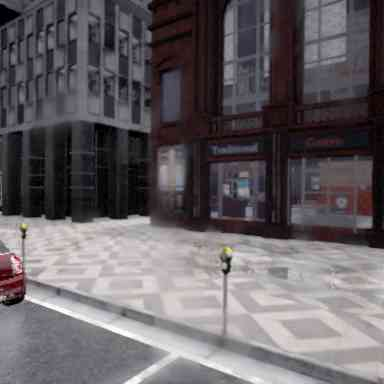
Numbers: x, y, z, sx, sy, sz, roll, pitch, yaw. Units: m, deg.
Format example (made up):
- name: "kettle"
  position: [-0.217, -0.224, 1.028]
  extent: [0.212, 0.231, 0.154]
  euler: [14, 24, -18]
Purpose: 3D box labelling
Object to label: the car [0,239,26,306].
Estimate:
- name: "car"
  position: [-5.159, 1.388, 6.643]
  extent: [4.097, 1.590, 1.967]
  euler: [0, 0, 36]
